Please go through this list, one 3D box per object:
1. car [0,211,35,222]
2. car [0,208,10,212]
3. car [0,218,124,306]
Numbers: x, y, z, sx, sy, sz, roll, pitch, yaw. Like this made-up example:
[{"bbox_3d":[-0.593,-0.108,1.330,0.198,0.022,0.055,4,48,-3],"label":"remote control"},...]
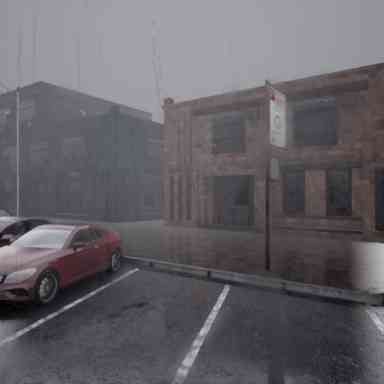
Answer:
[{"bbox_3d":[-5.792,1.516,9.982,2.163,1.488,4.792,1,-1,15],"label":"car"},{"bbox_3d":[-8.244,1.363,11.746,2.185,1.767,4.553,1,-1,15],"label":"car"},{"bbox_3d":[-3.311,1.526,8.310,2.002,1.452,4.674,1,-1,15],"label":"car"}]
